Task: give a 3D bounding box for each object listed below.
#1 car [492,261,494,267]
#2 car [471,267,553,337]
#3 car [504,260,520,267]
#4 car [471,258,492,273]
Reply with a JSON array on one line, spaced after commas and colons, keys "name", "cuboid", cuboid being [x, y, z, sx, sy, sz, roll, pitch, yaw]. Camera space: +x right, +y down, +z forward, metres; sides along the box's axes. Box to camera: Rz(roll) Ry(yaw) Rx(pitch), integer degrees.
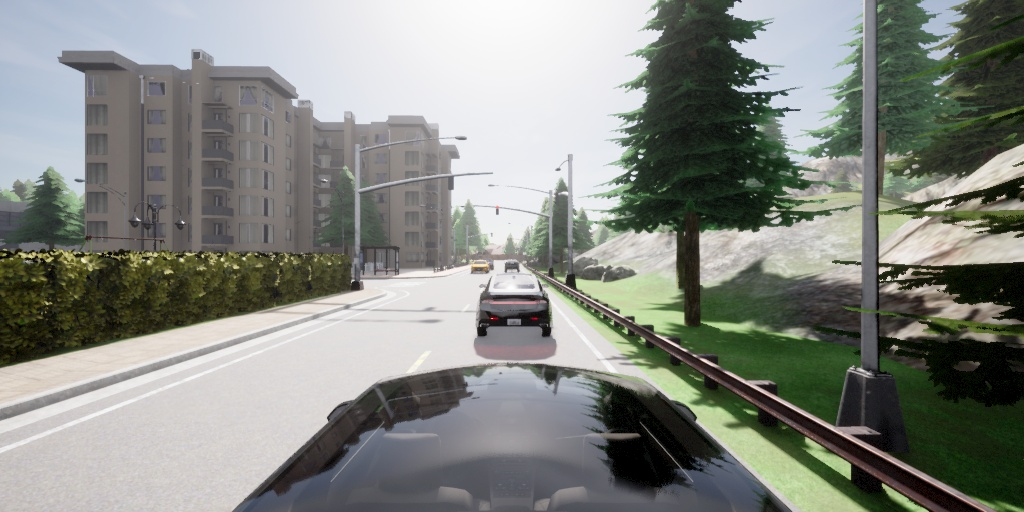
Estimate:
[{"name": "car", "cuboid": [-3.713, 1.102, 51.913, 2.097, 1.767, 4.553, 0, 0, 0]}, {"name": "car", "cuboid": [0.057, 1.242, 10.312, 2.128, 1.511, 4.902, 0, 0, 0]}, {"name": "car", "cuboid": [0.007, 1.254, 47.297, 1.837, 1.490, 4.892, 0, 0, 0]}, {"name": "car", "cuboid": [-3.698, 1.228, 42.302, 1.882, 1.535, 5.008, 0, 0, 0]}]
